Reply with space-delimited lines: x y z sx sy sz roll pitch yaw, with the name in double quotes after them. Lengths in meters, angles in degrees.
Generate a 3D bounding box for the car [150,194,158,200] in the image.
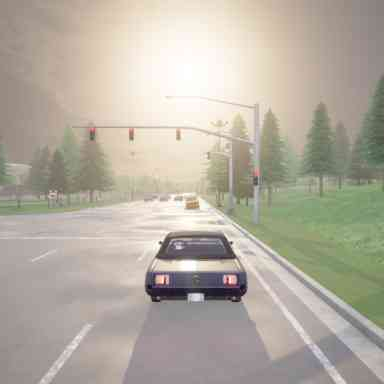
-10.338 1.332 90.917 1.837 1.490 4.892 0 0 0 "car"

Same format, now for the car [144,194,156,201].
-10.357 1.531 80.497 2.033 1.411 5.357 0 0 0 "car"

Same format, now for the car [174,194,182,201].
-3.356 1.544 80.901 1.994 1.385 4.181 0 0 0 "car"

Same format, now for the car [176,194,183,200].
-3.338 1.356 90.904 1.812 1.442 4.674 0 0 0 "car"

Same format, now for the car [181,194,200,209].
-0.085 1.069 46.428 1.882 1.535 5.008 -7 16 -2 "car"

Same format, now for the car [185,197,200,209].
0.079 1.585 49.856 2.033 1.411 5.357 1 1 0 "car"

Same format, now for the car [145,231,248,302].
0.094 1.601 8.191 1.895 1.301 4.718 0 0 0 "car"

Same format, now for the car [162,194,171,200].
-6.838 1.372 90.911 2.033 1.411 5.357 0 0 0 "car"

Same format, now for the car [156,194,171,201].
-6.857 1.531 80.491 2.033 1.411 5.357 0 0 0 "car"
